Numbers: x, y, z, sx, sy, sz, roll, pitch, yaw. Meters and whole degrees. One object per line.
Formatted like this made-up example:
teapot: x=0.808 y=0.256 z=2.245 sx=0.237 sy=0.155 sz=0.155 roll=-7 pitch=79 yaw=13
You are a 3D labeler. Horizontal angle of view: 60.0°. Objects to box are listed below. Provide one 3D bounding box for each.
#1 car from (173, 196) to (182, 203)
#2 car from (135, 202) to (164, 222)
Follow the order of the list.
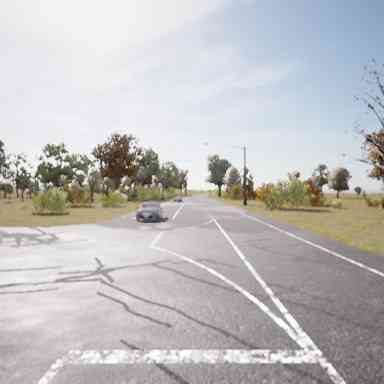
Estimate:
car: x=-3.280 y=1.685 z=76.754 sx=2.128 sy=1.511 sz=4.902 roll=0 pitch=0 yaw=2
car: x=-3.410 y=1.571 z=27.331 sx=2.128 sy=1.511 sz=4.902 roll=0 pitch=0 yaw=0
